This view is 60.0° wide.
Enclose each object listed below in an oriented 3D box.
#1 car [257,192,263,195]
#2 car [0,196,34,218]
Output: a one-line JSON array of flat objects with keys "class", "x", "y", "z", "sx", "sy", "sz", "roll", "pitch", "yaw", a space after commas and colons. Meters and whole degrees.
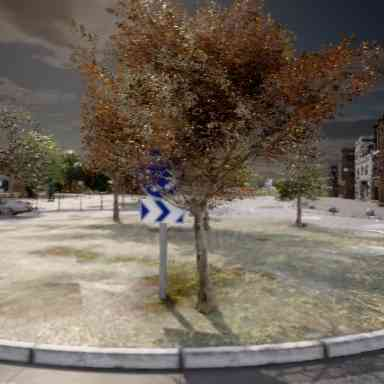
[{"class": "car", "x": 14.645, "y": 0.068, "z": 81.505, "sx": 5.366, "sy": 1.575, "sz": 1.946, "roll": 1, "pitch": 0, "yaw": 19}, {"class": "car", "x": -13.407, "y": 0.984, "z": 21.928, "sx": 5.357, "sy": 1.411, "sz": 2.033, "roll": 0, "pitch": 1, "yaw": -14}]
